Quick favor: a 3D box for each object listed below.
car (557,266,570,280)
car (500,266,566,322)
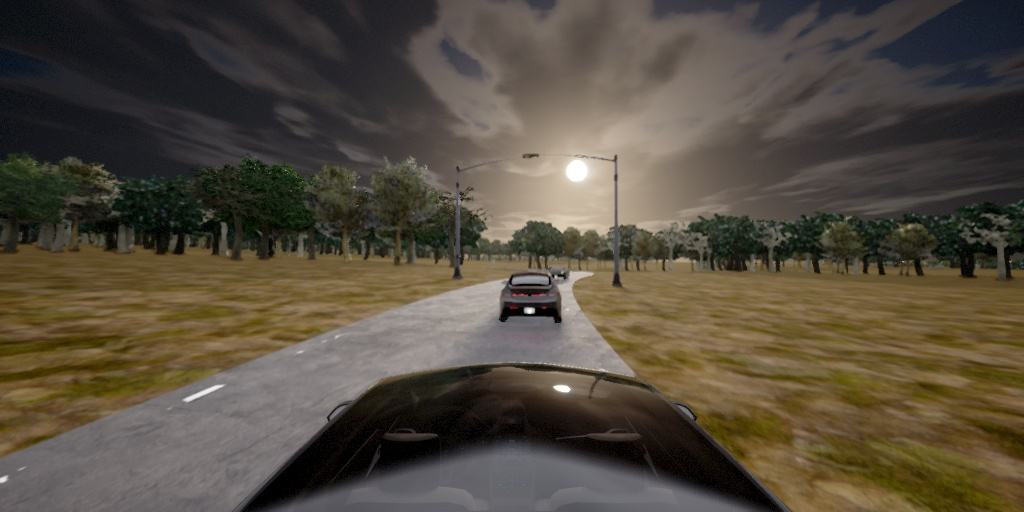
[{"bbox_3d":[4.596,1.620,35.170,1.895,1.301,4.718,0,-1,15],"label":"car"},{"bbox_3d":[0.680,1.255,12.253,1.837,1.490,4.892,0,0,5],"label":"car"}]
